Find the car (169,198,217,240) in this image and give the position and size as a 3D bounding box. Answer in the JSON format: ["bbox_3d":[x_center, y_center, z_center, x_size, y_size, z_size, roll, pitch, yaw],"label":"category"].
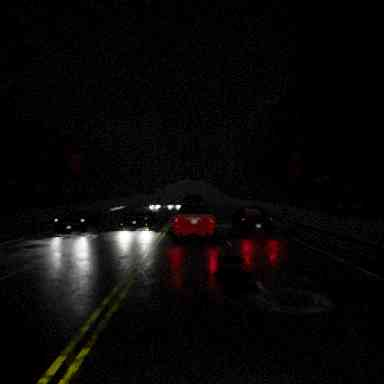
[{"bbox_3d":[0.098,1.347,16.992,2.097,1.767,4.553,0,0,0],"label":"car"}]

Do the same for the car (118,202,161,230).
[{"bbox_3d":[-3.349,1.575,21.205,1.994,1.385,4.181,0,0,0],"label":"car"}]

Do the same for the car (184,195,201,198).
[{"bbox_3d":[0.098,1.281,34.425,2.150,2.045,5.566,0,0,0],"label":"car"}]

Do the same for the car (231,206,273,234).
[{"bbox_3d":[3.348,1.528,19.030,1.812,1.442,4.674,0,0,0],"label":"car"}]

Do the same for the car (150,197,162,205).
[{"bbox_3d":[-6.534,1.627,60.722,2.128,1.511,4.902,0,0,1],"label":"car"}]

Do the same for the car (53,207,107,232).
[{"bbox_3d":[-6.599,1.608,20.057,1.895,1.301,4.718,0,0,0],"label":"car"}]
